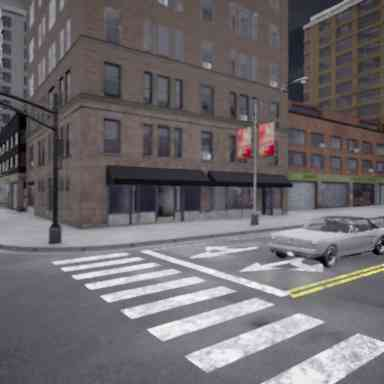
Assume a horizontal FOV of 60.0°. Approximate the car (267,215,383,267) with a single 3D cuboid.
[{"bbox_3d":[4.671,1.475,10.988,4.718,1.301,1.895,-1,0,-35],"label":"car"}]
